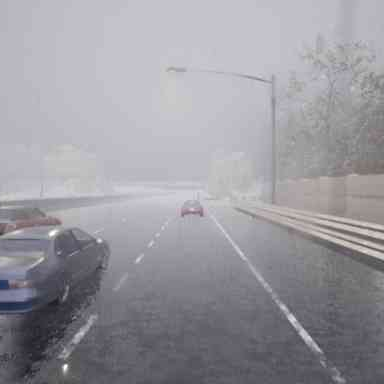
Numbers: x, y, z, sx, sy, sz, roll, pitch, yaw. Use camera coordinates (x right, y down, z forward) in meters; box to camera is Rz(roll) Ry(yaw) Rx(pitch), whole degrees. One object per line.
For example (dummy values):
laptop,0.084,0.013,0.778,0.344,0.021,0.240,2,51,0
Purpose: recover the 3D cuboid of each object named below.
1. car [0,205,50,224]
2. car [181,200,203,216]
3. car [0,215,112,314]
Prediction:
car,-6.891,1.308,13.298,2.097,1.767,4.553,0,0,0
car,0.019,1.469,30.997,1.994,1.385,4.181,0,0,0
car,-3.394,1.520,7.842,2.033,1.411,5.357,0,0,0
